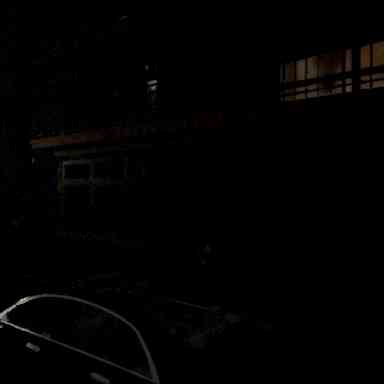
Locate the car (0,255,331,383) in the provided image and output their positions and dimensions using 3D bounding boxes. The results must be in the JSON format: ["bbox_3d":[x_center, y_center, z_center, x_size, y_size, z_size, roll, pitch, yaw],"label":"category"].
[{"bbox_3d":[-0.900,1.530,3.518,4.403,1.369,2.008,1,0,36],"label":"car"}]
